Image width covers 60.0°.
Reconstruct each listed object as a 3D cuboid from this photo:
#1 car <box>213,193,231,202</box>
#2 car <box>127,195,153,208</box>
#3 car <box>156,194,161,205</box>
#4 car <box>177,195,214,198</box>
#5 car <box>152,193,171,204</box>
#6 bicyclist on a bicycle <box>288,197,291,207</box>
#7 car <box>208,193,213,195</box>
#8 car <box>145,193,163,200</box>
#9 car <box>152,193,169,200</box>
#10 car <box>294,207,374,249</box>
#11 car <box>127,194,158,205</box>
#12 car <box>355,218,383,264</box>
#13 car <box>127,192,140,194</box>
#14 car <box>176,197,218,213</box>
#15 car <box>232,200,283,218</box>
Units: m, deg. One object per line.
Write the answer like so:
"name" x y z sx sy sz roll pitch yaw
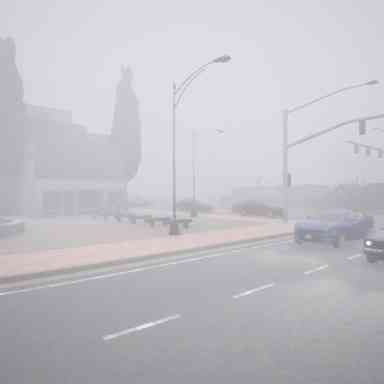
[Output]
"car" 6.855 1.395 69.078 3.806 1.475 1.970 0 0 -42
"car" -8.327 1.547 47.579 2.033 1.411 5.357 0 0 -40
"car" -8.163 1.491 58.508 2.128 1.511 4.902 0 0 -40
"car" 0.076 1.492 43.070 2.128 1.511 4.902 0 0 -40
"car" -5.945 1.477 61.224 1.882 1.535 5.008 0 0 -40
"bicyclist on a bicycle" 12.889 1.261 44.859 1.656 1.620 0.582 -7 4 -40
"car" 4.935 1.156 71.245 3.866 1.878 1.905 0 0 -42
"car" -10.050 1.153 88.053 4.605 1.855 1.932 0 0 -42
"car" -8.163 1.156 85.858 3.866 1.878 1.905 0 0 -42
"car" 6.409 1.477 14.789 5.008 1.535 1.882 0 0 -43
"car" -7.962 1.478 52.583 1.882 1.535 5.008 0 0 -40
"car" 7.324 1.601 10.858 4.718 1.301 1.895 0 0 -43
"car" -12.615 1.098 69.015 2.150 2.045 5.566 0 0 -40
"car" 0.288 1.601 37.405 1.895 1.301 4.718 0 0 -40
"car" 6.328 1.478 30.280 1.882 1.535 5.008 0 0 -40
